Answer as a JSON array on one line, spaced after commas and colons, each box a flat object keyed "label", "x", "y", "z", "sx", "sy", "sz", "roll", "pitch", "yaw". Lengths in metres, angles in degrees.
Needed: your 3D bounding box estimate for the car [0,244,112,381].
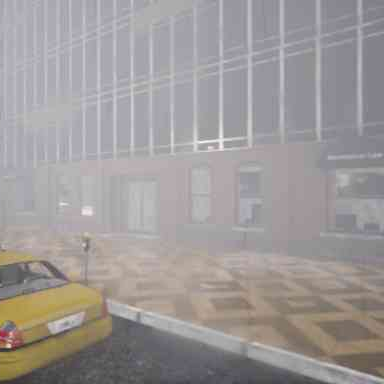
[{"label": "car", "x": -3.361, "y": 1.512, "z": 5.283, "sx": 4.829, "sy": 1.417, "sz": 1.752, "roll": 0, "pitch": 0, "yaw": 36}]
